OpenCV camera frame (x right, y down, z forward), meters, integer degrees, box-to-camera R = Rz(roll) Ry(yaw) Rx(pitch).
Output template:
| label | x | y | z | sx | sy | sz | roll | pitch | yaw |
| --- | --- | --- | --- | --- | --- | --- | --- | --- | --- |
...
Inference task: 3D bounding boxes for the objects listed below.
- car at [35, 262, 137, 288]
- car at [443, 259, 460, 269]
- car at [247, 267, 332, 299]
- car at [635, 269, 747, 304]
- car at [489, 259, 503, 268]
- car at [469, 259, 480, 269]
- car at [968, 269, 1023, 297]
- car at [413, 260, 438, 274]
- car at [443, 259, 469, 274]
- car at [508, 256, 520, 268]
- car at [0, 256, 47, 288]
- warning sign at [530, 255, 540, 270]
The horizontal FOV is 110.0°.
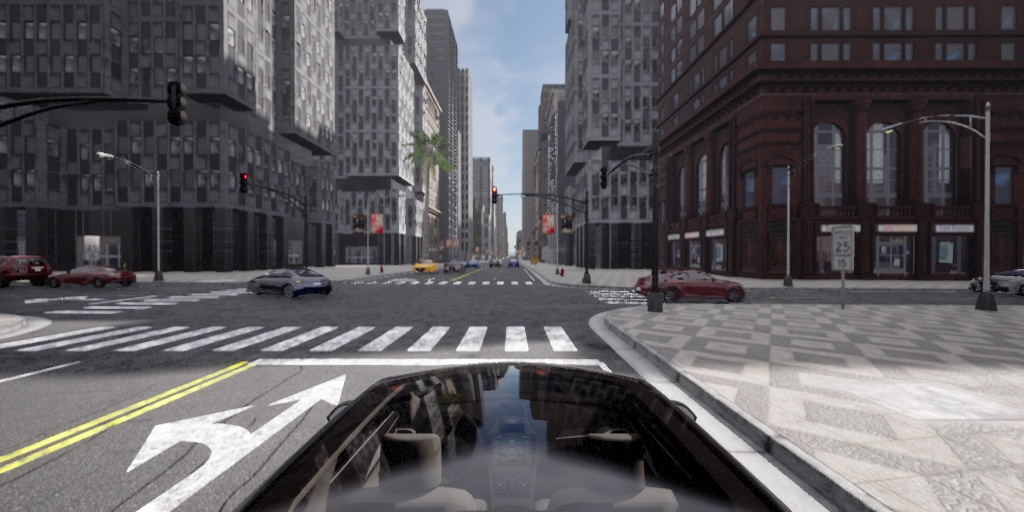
| label | x | y | z | sx | sy | sz | roll | pitch | yaw |
| --- | --- | --- | --- | --- | --- | --- | --- | --- | --- |
| car | -24.973 | 1.194 | 21.379 | 4.207 | 1.307 | 1.802 | 0 | 0 | -1 |
| car | -9.548 | 1.287 | 56.950 | 1.837 | 1.490 | 4.892 | 0 | -1 | 1 |
| car | -10.940 | 1.256 | 17.622 | 4.181 | 1.385 | 1.994 | 0 | 0 | 25 |
| car | 7.944 | 1.310 | 16.094 | 4.674 | 1.442 | 1.812 | 0 | 0 | -4 |
| car | -2.951 | 1.320 | 62.490 | 1.837 | 1.490 | 4.892 | 0 | 0 | 0 |
| car | -6.296 | 1.260 | 57.253 | 1.882 | 1.535 | 5.008 | 0 | -1 | 1 |
| car | 27.295 | 1.413 | 19.078 | 4.181 | 1.385 | 1.994 | 0 | 0 | 0 |
| car | -9.655 | 1.196 | 40.368 | 1.882 | 1.535 | 5.008 | 0 | 0 | 0 |
| car | -6.405 | 1.283 | 40.352 | 1.994 | 1.385 | 4.181 | 0 | 0 | 0 |
| car | 0.343 | 1.291 | 62.168 | 1.882 | 1.535 | 5.008 | 0 | -1 | 1 |
| car | -30.612 | 0.907 | 21.320 | 5.009 | 1.841 | 2.192 | 0 | 0 | -1 |
| warning sign | 3.074 | 0.852 | 47.326 | 1.300 | 1.860 | 1.060 | 0 | 0 | 0 |
